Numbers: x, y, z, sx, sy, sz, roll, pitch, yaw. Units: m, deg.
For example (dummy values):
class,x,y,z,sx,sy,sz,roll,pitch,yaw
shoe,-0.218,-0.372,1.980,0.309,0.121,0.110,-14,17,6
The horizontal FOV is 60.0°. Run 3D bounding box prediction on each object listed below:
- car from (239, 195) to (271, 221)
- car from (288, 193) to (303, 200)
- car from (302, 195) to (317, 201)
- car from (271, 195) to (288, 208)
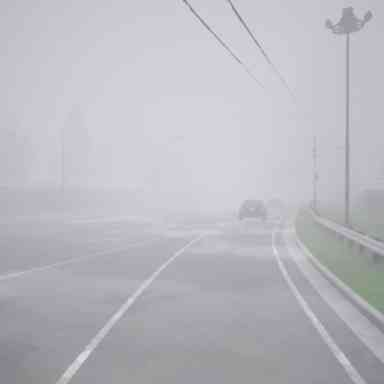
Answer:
class,x,y,z,sx,sy,sz,roll,pitch,yaw
car,5.119,1.353,27.271,2.097,1.767,4.553,0,0,16
car,28.462,1.264,91.183,2.150,2.045,5.566,0,0,25
car,31.789,1.606,90.032,1.994,1.385,4.181,0,0,25
car,11.929,1.562,47.249,2.033,1.411,5.357,0,0,23
